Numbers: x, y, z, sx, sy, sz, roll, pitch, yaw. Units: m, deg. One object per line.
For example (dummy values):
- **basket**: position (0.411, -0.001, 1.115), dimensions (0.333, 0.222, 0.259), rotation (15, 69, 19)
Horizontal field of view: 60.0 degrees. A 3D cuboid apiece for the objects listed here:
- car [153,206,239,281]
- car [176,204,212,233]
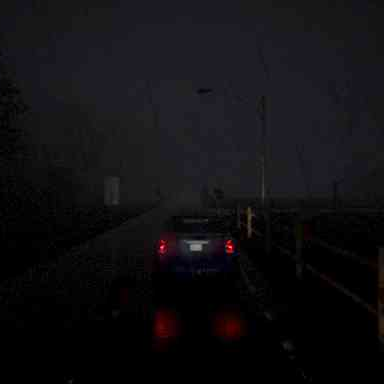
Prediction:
- **car**: position (0.095, 1.296, 9.852), dimensions (2.097, 1.767, 4.553), rotation (0, 0, 0)
- **car**: position (0.093, 1.485, 19.811), dimensions (1.895, 1.301, 4.718), rotation (0, 0, 0)
